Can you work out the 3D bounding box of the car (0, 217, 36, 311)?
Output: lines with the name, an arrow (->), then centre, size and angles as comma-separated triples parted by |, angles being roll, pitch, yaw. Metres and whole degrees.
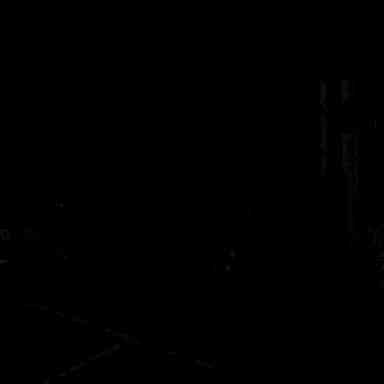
car -> -5.133, 1.389, 6.620 | 5.009, 1.841, 2.192 | -1, 0, 36
